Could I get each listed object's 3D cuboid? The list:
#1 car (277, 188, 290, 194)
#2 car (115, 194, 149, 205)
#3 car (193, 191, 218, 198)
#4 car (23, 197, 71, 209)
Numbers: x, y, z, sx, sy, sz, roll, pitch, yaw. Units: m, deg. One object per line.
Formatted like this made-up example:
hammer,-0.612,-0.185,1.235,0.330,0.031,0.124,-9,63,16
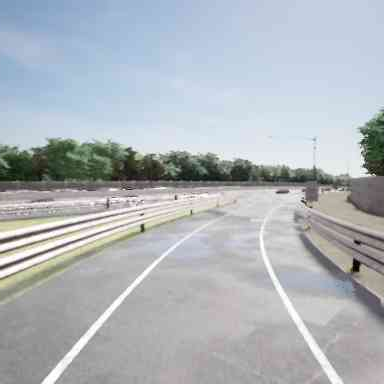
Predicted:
car,22.041,-0.181,79.882,1.994,1.385,4.181,2,2,38
car,-7.581,0.959,42.335,1.812,1.442,4.674,2,3,38
car,2.321,0.557,54.884,2.033,1.411,5.357,2,2,38
car,-14.528,1.271,33.530,1.812,1.442,4.674,2,3,38
